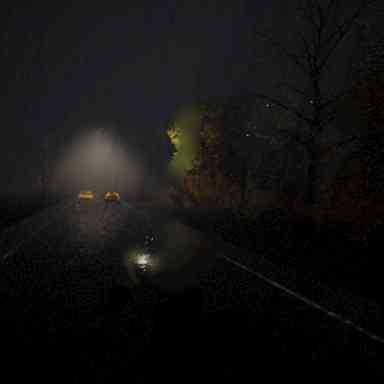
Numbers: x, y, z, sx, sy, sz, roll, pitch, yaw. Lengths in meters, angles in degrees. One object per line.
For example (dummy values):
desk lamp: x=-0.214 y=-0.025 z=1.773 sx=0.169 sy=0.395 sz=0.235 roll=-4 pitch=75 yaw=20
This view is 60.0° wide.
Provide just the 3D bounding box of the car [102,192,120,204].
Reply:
car: x=-11.755 y=0.830 z=48.948 sx=1.882 sy=1.535 sz=5.008 roll=3 pitch=0 yaw=-17

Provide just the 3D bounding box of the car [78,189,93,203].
car: x=-14.713 y=0.668 z=46.063 sx=1.882 sy=1.535 sz=5.008 roll=3 pitch=0 yaw=-17
